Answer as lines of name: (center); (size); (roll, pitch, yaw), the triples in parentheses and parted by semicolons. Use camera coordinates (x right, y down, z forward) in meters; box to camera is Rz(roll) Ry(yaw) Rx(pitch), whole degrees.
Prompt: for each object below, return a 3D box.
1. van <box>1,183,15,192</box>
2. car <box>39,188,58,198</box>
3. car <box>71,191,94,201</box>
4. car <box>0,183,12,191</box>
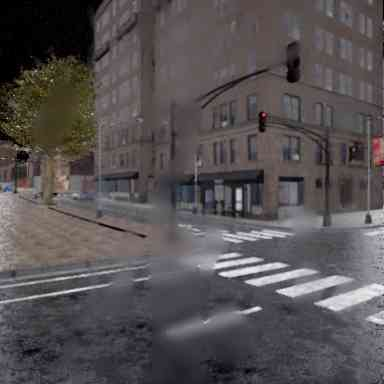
van: (-37.931, -0.925, 69.178); (1.690, 1.788, 3.998); (2, 0, -35)
car: (-22.125, 0.126, 51.406); (1.895, 1.301, 4.718); (0, 3, -35)
car: (-15.249, 0.503, 46.471); (2.033, 1.411, 5.357); (0, 3, -35)
car: (-42.741, -1.185, 75.944); (2.192, 1.841, 5.009); (2, 0, -35)
